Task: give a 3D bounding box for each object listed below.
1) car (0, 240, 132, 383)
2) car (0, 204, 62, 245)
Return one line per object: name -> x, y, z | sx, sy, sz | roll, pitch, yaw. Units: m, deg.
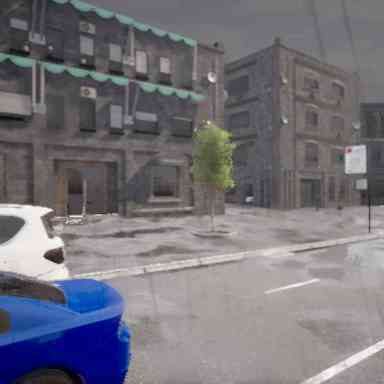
car -> -2.973, 1.470, 2.694 | 5.008, 1.535, 1.882 | 1, 0, -36
car -> -4.747, 1.213, 4.862 | 5.566, 2.045, 2.150 | 1, 0, -35
